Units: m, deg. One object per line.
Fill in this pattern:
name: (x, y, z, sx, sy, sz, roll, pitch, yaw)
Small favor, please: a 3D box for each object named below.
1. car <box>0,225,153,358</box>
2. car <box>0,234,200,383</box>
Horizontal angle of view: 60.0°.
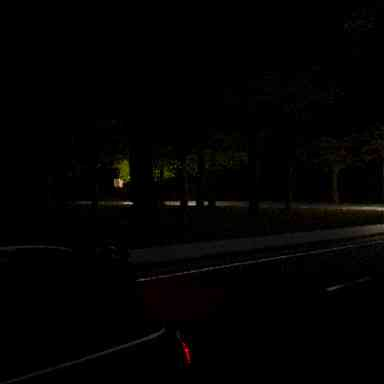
car: (-3.313, 1.493, 5.314, 4.902, 1.511, 2.128, 1, 0, -35)
car: (-2.177, 1.347, 2.135, 4.553, 1.767, 2.097, 1, 0, -35)
